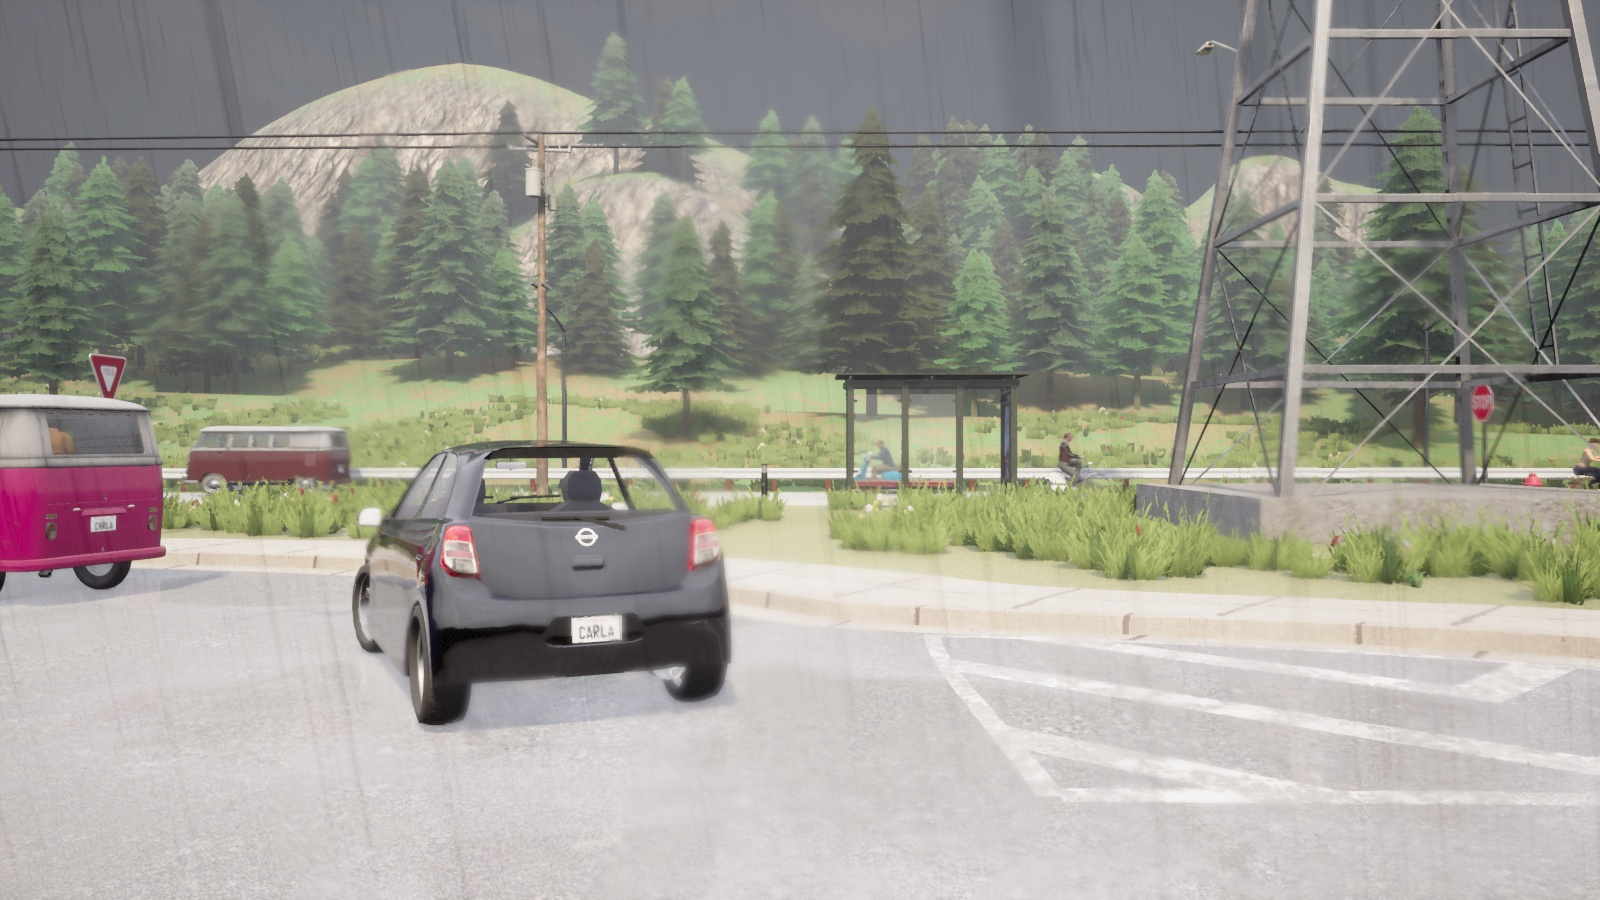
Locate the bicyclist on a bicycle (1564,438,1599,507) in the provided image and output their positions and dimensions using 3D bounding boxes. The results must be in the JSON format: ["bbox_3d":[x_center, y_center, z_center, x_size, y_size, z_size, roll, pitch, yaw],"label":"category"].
[{"bbox_3d":[19.129,0.530,29.937,1.509,1.612,0.866,0,3,36],"label":"bicyclist on a bicycle"}]

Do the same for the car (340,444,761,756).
[{"bbox_3d":[-1.817,0.713,8.088,1.845,1.501,3.633,0,0,-25],"label":"car"}]

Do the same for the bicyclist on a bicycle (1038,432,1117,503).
[{"bbox_3d":[7.008,0.444,31.729,1.843,1.776,0.659,0,0,1],"label":"bicyclist on a bicycle"}]

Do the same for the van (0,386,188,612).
[{"bbox_3d":[-8.610,0.422,12.534,4.442,1.987,1.775,0,0,16],"label":"van"}]

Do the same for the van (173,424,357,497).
[{"bbox_3d":[-15.099,0.287,35.574,4.442,1.987,1.775,0,0,1],"label":"van"}]
